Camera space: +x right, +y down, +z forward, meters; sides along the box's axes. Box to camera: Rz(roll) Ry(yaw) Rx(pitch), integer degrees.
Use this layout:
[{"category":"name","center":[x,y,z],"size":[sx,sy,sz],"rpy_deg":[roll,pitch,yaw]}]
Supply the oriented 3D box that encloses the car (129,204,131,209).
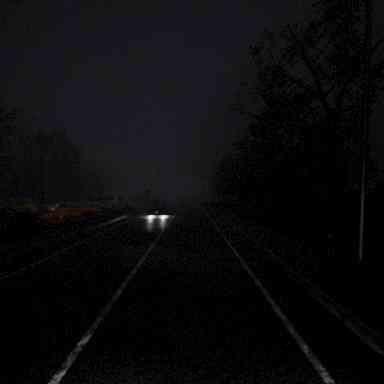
[{"category":"car","center":[-10.186,1.594,39.419],"size":[5.008,1.535,2.097],"rpy_deg":[0,0,0]}]

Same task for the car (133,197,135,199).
[{"category":"car","center":[-10.145,1.642,42.195],"size":[4.792,1.488,2.163],"rpy_deg":[0,0,0]}]

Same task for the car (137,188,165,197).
[{"category":"car","center":[-10.369,0.733,83.150],"size":[5.566,2.045,2.435],"rpy_deg":[0,1,0]}]

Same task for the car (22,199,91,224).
[{"category":"car","center":[-10.031,1.485,22.641],"size":[5.366,1.575,1.946],"rpy_deg":[0,0,0]}]

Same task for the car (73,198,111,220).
[{"category":"car","center":[-10.019,1.519,28.314],"size":[5.366,1.575,1.946],"rpy_deg":[0,0,0]}]

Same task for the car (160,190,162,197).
[{"category":"car","center":[-10.344,1.004,80.358],"size":[5.008,1.535,2.097],"rpy_deg":[0,1,0]}]

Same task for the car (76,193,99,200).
[{"category":"car","center":[-23.449,1.056,74.639],"size":[4.674,1.452,2.002],"rpy_deg":[0,0,0]}]

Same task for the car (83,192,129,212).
[{"category":"car","center":[-10.215,1.325,36.644],"size":[5.566,2.045,2.435],"rpy_deg":[0,0,0]}]

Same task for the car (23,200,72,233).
[{"category":"car","center":[-10.408,1.473,19.989],"size":[5.366,1.575,1.946],"rpy_deg":[0,0,0]}]

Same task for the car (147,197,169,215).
[{"category":"car","center":[-3.387,1.551,34.445],"size":[2.033,1.411,5.357],"rpy_deg":[0,0,0]}]

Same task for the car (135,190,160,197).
[{"category":"car","center":[-10.389,0.889,77.579],"size":[4.553,1.767,2.185],"rpy_deg":[0,0,0]}]

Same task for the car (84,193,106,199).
[{"category":"car","center":[-23.458,1.032,80.336],"size":[4.792,1.488,2.163],"rpy_deg":[0,0,0]}]

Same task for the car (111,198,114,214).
[{"category":"car","center":[-10.205,1.541,31.090],"size":[4.892,1.521,2.231],"rpy_deg":[0,0,0]}]

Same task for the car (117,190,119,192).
[{"category":"car","center":[-23.391,0.865,91.369],"size":[5.008,1.535,2.097],"rpy_deg":[0,1,0]}]

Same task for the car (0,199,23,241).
[{"category":"car","center":[-10.266,1.345,14.441],"size":[4.553,1.767,2.185],"rpy_deg":[0,0,0]}]

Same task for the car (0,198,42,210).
[{"category":"car","center":[-23.244,1.628,44.870],"size":[5.008,1.535,2.097],"rpy_deg":[0,0,0]}]

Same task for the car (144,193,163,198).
[{"category":"car","center":[-10.295,0.946,88.720],"size":[4.792,1.488,2.163],"rpy_deg":[0,1,0]}]

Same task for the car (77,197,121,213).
[{"category":"car","center":[-10.378,1.555,33.867],"size":[5.366,1.575,1.946],"rpy_deg":[0,0,0]}]

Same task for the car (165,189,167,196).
[{"category":"car","center":[-10.276,0.677,94.298],"size":[4.553,1.767,2.185],"rpy_deg":[0,1,0]}]

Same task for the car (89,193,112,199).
[{"category":"car","center":[-23.598,0.951,85.923],"size":[5.366,1.575,1.946],"rpy_deg":[0,1,0]}]

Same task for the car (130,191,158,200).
[{"category":"car","center":[-10.345,1.050,72.009],"size":[4.792,1.488,2.163],"rpy_deg":[0,0,0]}]
